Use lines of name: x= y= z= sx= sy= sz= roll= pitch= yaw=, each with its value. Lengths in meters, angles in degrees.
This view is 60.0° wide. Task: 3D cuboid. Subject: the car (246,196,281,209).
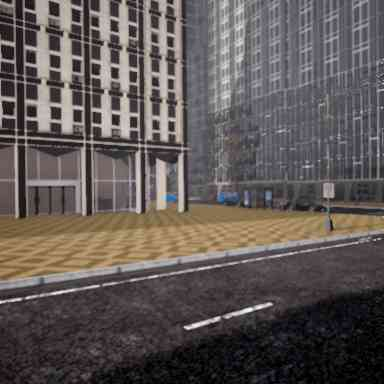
car: x=9.150 y=1.416 z=41.014 sx=1.802 sy=1.307 sz=4.206 roll=0 pitch=1 yaw=-34

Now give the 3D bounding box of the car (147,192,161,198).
car: x=-9.511 y=0.723 z=83.332 sx=1.967 sy=1.590 sz=4.097 roll=0 pitch=1 yaw=-34

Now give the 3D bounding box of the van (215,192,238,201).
van: x=6.533 y=0.891 z=59.875 sx=1.690 sy=1.788 sz=3.998 roll=0 pitch=1 yaw=-34

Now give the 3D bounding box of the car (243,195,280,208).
car: x=9.446 y=1.240 z=45.355 sx=1.882 sy=1.535 sz=5.008 roll=-1 pitch=1 yaw=-34

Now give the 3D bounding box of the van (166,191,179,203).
van: x=-3.592 y=0.966 z=59.837 sx=1.690 sy=1.788 sz=3.998 roll=0 pitch=1 yaw=-34

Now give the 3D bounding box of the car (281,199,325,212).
car: x=12.345 y=1.452 z=36.311 sx=1.947 sy=1.339 sz=4.313 roll=0 pitch=1 yaw=-34

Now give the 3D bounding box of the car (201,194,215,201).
car: x=3.325 y=1.080 z=64.569 sx=1.802 sy=1.307 sz=4.206 roll=0 pitch=1 yaw=-34

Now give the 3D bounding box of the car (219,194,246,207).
car: x=5.989 y=1.348 z=45.737 sx=1.947 sy=1.339 sz=4.313 roll=0 pitch=1 yaw=-34

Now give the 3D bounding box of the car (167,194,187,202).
car: x=-2.862 y=1.125 z=63.509 sx=1.994 sy=1.385 sz=4.181 roll=-1 pitch=1 yaw=-34

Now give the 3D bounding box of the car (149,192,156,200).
car: x=-10.010 y=1.068 z=69.221 sx=2.008 sy=1.369 sz=4.403 roll=0 pitch=1 yaw=-34
